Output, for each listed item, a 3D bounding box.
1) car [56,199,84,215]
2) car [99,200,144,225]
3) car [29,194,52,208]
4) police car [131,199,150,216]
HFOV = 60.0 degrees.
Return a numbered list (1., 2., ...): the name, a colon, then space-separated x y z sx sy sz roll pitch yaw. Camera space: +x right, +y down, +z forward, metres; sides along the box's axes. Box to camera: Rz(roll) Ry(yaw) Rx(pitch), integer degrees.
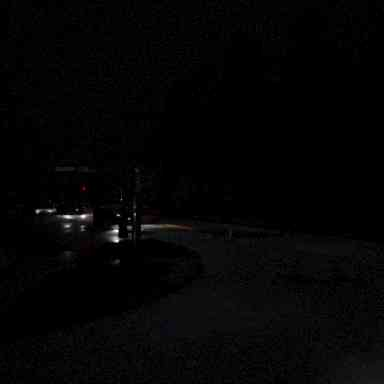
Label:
1. car: -12.553 1.506 34.178 1.837 1.490 4.892 0 0 -35
2. car: -5.574 1.526 24.270 1.812 1.442 4.674 0 0 -35
3. car: -21.515 1.244 47.046 2.150 2.045 5.566 0 0 -35
4. police car: -6.020 1.509 32.017 2.038 1.542 4.974 0 0 -35
